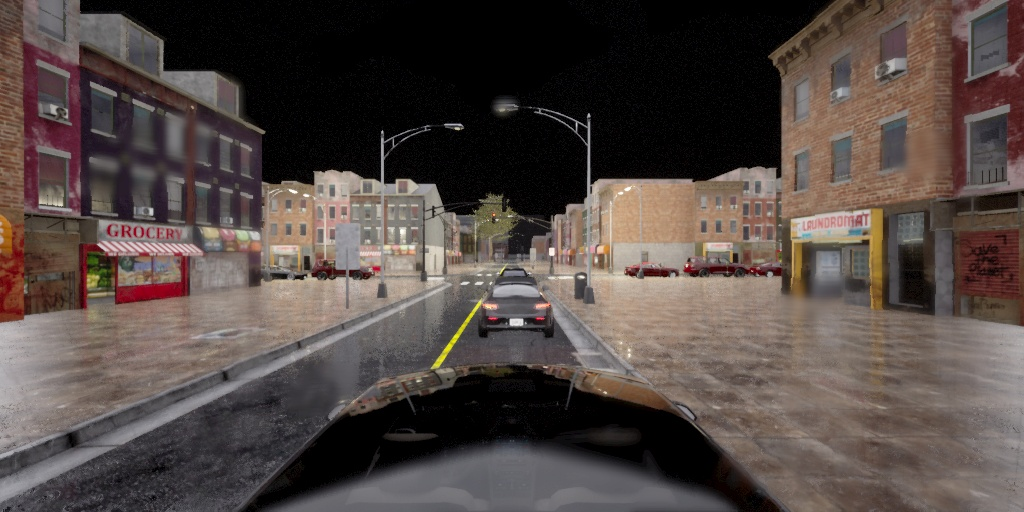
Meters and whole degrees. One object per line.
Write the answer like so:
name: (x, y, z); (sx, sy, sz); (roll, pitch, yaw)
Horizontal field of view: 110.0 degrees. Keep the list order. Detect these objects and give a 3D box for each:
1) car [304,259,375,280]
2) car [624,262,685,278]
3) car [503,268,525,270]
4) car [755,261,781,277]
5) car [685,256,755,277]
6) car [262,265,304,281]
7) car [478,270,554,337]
car: (-14.454, 1.180, 30.701); (5.009, 1.841, 2.192); (0, 0, 0)
car: (11.954, 1.217, 30.741); (4.507, 1.381, 1.888); (0, 0, 0)
car: (0.104, 1.322, 18.887); (1.994, 1.385, 4.181); (0, 0, 0)
car: (22.822, 1.142, 30.758); (4.507, 1.381, 1.888); (0, 0, 0)
car: (17.388, 0.948, 30.750); (5.009, 1.841, 2.192); (0, 0, 0)
car: (-19.880, 1.473, 30.693); (4.313, 1.339, 1.948); (0, 0, 0)
car: (0.099, 1.278, 10.127); (1.812, 1.442, 4.674); (0, 0, 0)
